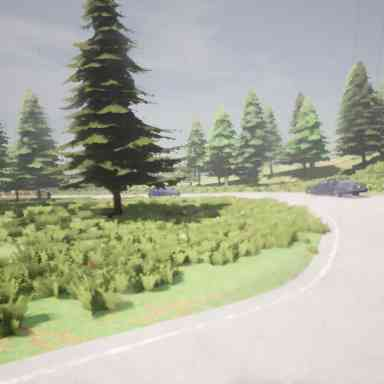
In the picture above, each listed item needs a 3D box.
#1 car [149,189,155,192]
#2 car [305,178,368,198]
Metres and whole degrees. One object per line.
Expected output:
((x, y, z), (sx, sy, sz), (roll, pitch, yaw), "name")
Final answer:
((-3.266, -0.020, 39.076), (1.812, 1.442, 4.674), (-7, 4, -44), "car")
((11.141, -0.374, 26.114), (2.033, 1.411, 5.357), (-5, 3, -17), "car")
